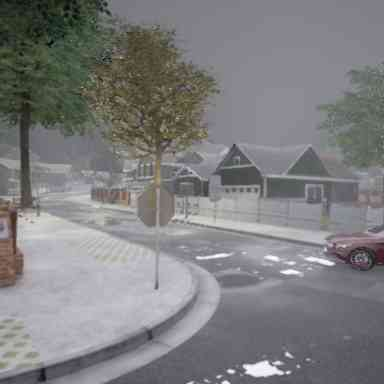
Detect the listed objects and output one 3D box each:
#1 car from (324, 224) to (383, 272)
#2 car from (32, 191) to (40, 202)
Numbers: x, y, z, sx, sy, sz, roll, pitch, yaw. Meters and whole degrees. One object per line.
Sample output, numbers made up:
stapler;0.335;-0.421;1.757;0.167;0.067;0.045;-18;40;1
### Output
car;6.477;1.577;9.972;4.674;1.442;1.812;1;2;9
car;-21.618;0.557;44.597;1.812;1.442;4.674;1;1;-31
